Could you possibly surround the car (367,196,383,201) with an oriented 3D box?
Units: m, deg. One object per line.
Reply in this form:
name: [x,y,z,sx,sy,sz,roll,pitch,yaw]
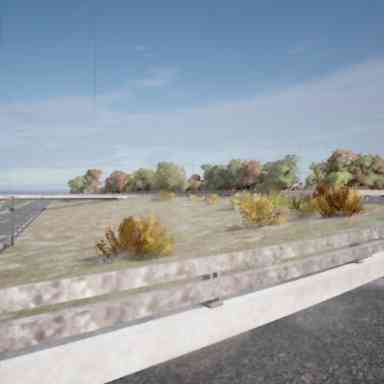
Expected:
car: [43.838,1.536,81.251,1.994,1.385,4.181,0,0,2]
